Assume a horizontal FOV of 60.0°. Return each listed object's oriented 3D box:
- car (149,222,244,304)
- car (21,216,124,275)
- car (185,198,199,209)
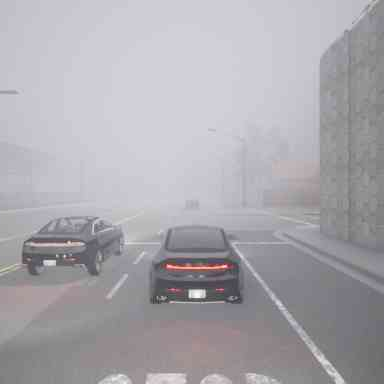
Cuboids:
[{"bbox_3d":[0.085,1.505,8.142,1.837,1.490,4.892,0,0,0],"label":"car"},{"bbox_3d":[-3.421,1.492,10.413,2.128,1.511,4.902,0,0,0],"label":"car"},{"bbox_3d":[0.009,1.491,44.142,2.128,1.511,4.902,0,0,0],"label":"car"}]
